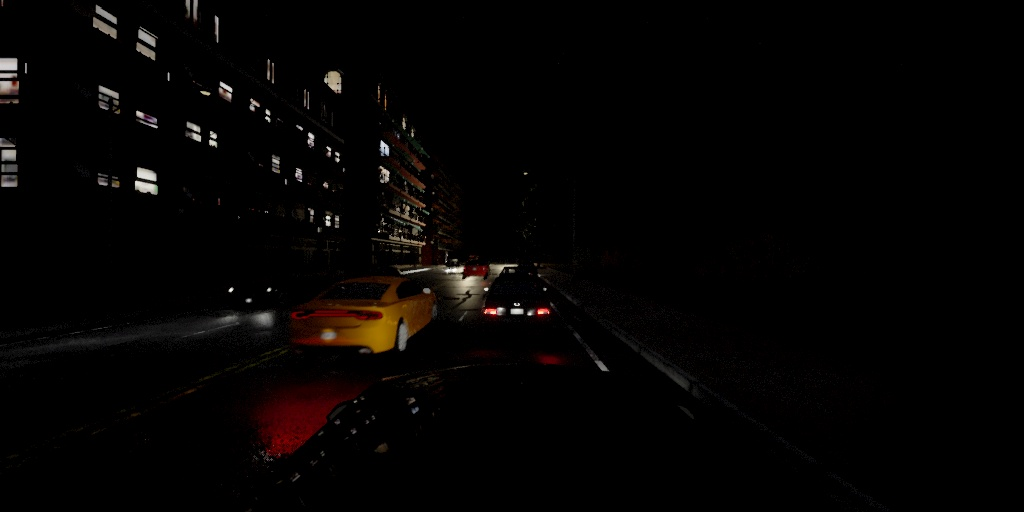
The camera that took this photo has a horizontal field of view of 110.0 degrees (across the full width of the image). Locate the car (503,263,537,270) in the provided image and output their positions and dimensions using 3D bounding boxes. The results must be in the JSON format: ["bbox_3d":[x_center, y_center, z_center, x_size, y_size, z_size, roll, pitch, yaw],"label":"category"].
[{"bbox_3d":[0.116,1.300,20.955,2.033,1.411,5.357,0,0,0],"label":"car"}]

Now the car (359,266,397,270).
[{"bbox_3d":[-6.587,1.257,17.349,1.837,1.490,4.892,0,0,0],"label":"car"}]

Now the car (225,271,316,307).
[{"bbox_3d":[-9.838,1.353,15.608,1.895,1.301,4.718,0,0,0],"label":"car"}]

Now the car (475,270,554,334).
[{"bbox_3d":[0.110,1.299,10.593,2.033,1.411,5.357,0,0,0],"label":"car"}]

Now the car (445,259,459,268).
[{"bbox_3d":[-9.780,1.244,59.360,2.128,1.511,4.902,0,0,0],"label":"car"}]

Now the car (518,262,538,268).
[{"bbox_3d":[1.163,1.259,30.722,1.837,1.490,4.892,0,0,0],"label":"car"}]

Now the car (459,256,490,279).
[{"bbox_3d":[-3.124,1.105,32.095,2.097,1.767,4.553,0,0,0],"label":"car"}]

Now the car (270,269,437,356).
[{"bbox_3d":[-3.145,1.229,8.635,1.882,1.535,5.008,0,0,0],"label":"car"}]
